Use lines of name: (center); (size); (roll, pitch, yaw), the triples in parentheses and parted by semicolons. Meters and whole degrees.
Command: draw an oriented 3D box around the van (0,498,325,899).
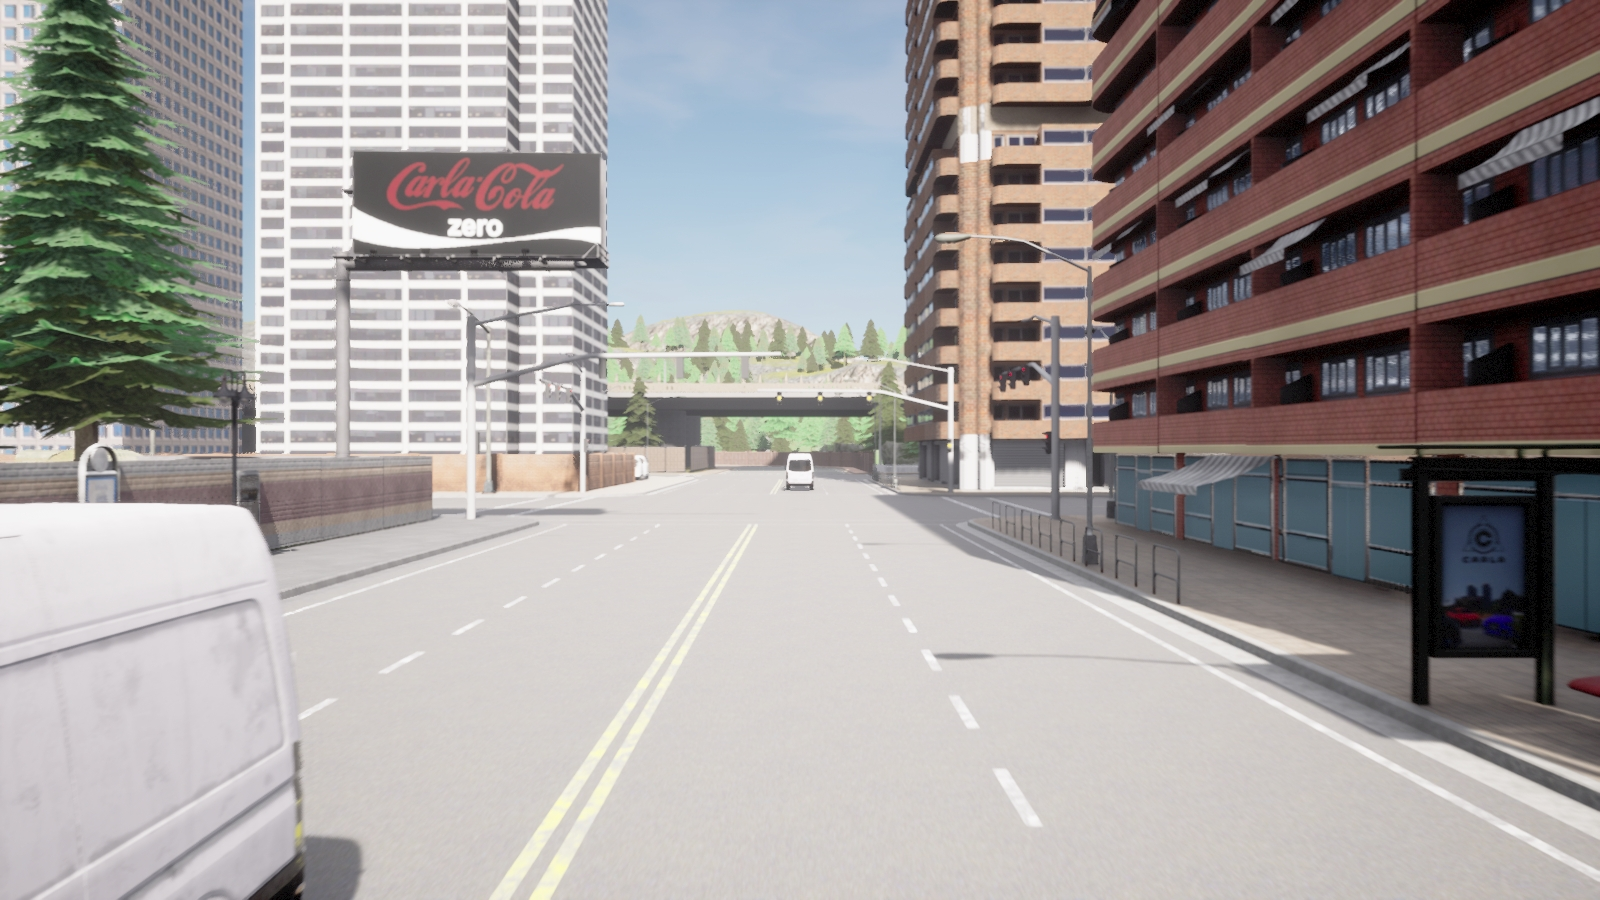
van: (-3.505, 1.534, 3.078); (1.988, 2.561, 5.915); (0, 0, 0)
